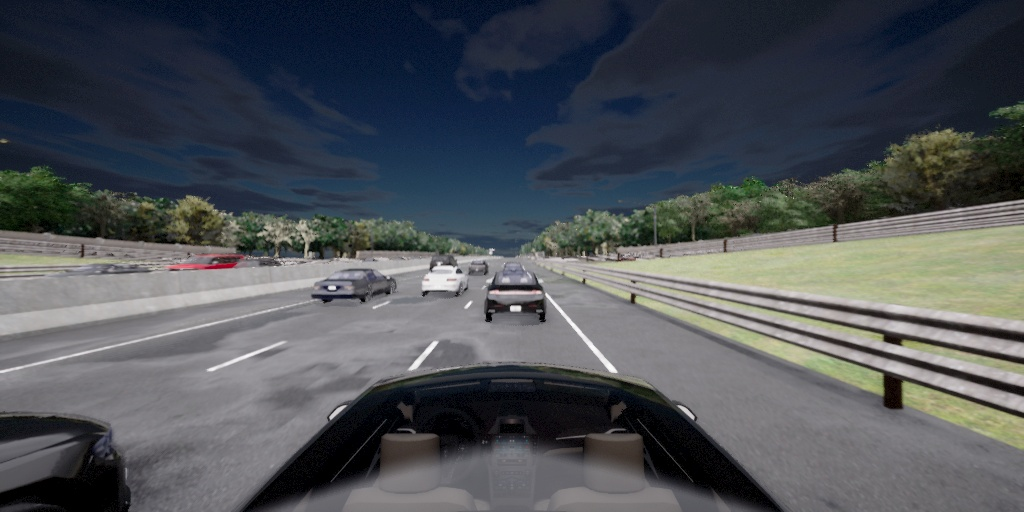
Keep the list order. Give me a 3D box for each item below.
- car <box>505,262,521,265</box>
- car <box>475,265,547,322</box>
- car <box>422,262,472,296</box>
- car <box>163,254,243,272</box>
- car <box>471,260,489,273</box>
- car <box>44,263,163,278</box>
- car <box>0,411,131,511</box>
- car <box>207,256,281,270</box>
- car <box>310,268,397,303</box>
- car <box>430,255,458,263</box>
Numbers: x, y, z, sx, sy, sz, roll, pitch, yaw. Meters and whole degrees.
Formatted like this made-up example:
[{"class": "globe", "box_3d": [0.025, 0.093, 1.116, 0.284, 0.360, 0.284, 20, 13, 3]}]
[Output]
[{"class": "car", "box_3d": [0.101, 1.218, 31.821, 2.033, 1.411, 5.357, 0, 0, 0]}, {"class": "car", "box_3d": [0.102, 1.217, 12.209, 2.128, 1.511, 4.902, 0, 0, 0]}, {"class": "car", "box_3d": [-3.398, 1.234, 18.665, 1.812, 1.442, 4.674, 0, 0, 0]}, {"class": "car", "box_3d": [-21.098, 0.913, 25.009, 2.150, 2.045, 5.566, 0, 0, 0]}, {"class": "car", "box_3d": [-3.398, 1.145, 37.273, 2.128, 1.511, 4.902, 0, 0, 0]}, {"class": "car", "box_3d": [-24.597, 1.192, 21.533, 2.128, 1.511, 4.902, 0, 0, 0]}, {"class": "car", "box_3d": [-3.403, 1.245, 0.276, 2.128, 1.511, 4.902, 0, 0, 0]}, {"class": "car", "box_3d": [-17.595, 1.045, 24.355, 2.097, 1.767, 4.553, 0, 0, 0]}, {"class": "car", "box_3d": [-6.899, 1.262, 16.265, 2.033, 1.411, 5.357, 0, 0, 0]}, {"class": "car", "box_3d": [-6.898, 0.877, 36.691, 2.150, 2.045, 5.566, 0, 0, 0]}]
